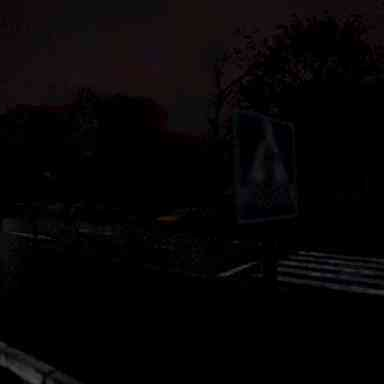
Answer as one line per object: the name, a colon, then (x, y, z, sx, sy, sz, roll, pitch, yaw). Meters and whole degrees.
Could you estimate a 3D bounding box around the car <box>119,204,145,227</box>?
car: (-2.695, 1.777, 24.675, 2.163, 1.488, 4.792, 0, 0, 35)

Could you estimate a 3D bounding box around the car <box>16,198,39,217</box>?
car: (-14.032, 1.657, 32.676, 2.097, 1.535, 5.008, 0, 0, 35)

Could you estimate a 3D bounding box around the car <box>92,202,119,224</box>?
car: (-4.978, 1.730, 26.252, 2.231, 1.521, 4.892, 0, 0, 35)

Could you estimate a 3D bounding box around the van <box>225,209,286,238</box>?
van: (4.011, 1.578, 19.738, 1.878, 1.987, 4.442, 0, 0, 35)

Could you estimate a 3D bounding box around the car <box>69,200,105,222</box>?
car: (-7.235, 1.710, 27.867, 2.097, 1.535, 5.008, 0, 0, 35)

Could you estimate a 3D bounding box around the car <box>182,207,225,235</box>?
car: (1.833, 1.815, 21.463, 2.163, 1.488, 4.792, 0, 0, 35)

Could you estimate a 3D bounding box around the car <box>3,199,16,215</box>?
car: (-16.296, 1.680, 34.285, 2.002, 1.452, 4.674, 0, 0, 35)

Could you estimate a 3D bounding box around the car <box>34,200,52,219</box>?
car: (-11.767, 1.715, 31.073, 2.002, 1.452, 4.674, 0, 0, 35)

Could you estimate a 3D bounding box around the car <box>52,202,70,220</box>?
car: (-9.483, 1.567, 29.494, 2.185, 1.767, 4.553, 0, 0, 35)

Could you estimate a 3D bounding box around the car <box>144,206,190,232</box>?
car: (-0.557, 1.763, 22.894, 1.946, 1.575, 5.366, 0, 0, 35)

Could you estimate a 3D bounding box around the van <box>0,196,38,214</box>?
van: (-18.489, 1.397, 35.987, 1.878, 1.987, 4.442, 0, 0, 35)
